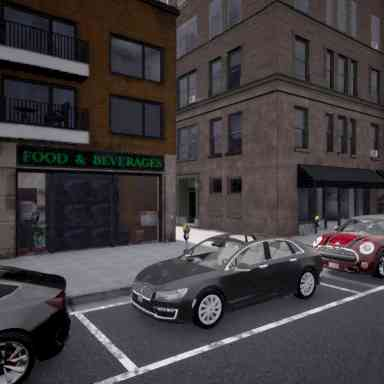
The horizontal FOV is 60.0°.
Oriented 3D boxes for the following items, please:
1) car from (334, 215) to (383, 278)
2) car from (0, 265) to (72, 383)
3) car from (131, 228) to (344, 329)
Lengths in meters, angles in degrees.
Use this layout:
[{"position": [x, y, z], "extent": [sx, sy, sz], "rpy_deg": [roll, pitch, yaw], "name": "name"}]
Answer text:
[{"position": [5.406, 1.442, 10.037], "extent": [4.097, 1.590, 1.967], "rpy_deg": [0, 0, -35], "name": "car"}, {"position": [-3.585, 1.566, 3.635], "extent": [4.313, 1.339, 1.947], "rpy_deg": [0, 0, -35], "name": "car"}, {"position": [0.910, 1.551, 6.836], "extent": [4.403, 1.369, 2.008], "rpy_deg": [0, 0, -35], "name": "car"}]
